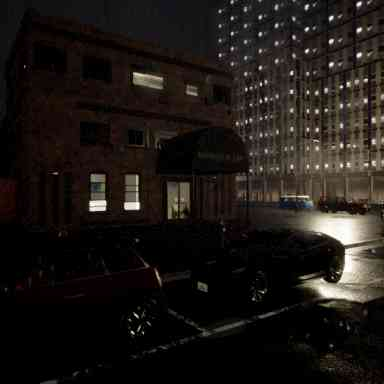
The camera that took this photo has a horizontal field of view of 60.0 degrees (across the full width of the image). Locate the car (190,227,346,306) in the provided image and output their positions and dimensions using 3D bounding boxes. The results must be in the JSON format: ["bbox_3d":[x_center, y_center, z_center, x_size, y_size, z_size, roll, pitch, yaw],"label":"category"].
[{"bbox_3d":[1.988,1.565,8.056,4.313,1.339,1.947,0,0,-35],"label":"car"}]

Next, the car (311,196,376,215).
[{"bbox_3d":[14.896,1.306,33.045,2.192,1.841,5.009,0,0,-35],"label":"car"}]

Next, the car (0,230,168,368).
[{"bbox_3d":[-2.475,1.440,4.802,4.097,1.590,1.967,0,0,-35],"label":"car"}]

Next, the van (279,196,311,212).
[{"bbox_3d":[11.726,1.324,37.590,1.690,1.788,3.998,0,0,-35],"label":"van"}]

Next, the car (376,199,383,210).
[{"bbox_3d":[21.771,1.497,37.840,2.008,1.369,4.403,0,0,-35],"label":"car"}]

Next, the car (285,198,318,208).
[{"bbox_3d":[15.432,1.512,46.930,1.802,1.307,4.206,0,0,-35],"label":"car"}]
